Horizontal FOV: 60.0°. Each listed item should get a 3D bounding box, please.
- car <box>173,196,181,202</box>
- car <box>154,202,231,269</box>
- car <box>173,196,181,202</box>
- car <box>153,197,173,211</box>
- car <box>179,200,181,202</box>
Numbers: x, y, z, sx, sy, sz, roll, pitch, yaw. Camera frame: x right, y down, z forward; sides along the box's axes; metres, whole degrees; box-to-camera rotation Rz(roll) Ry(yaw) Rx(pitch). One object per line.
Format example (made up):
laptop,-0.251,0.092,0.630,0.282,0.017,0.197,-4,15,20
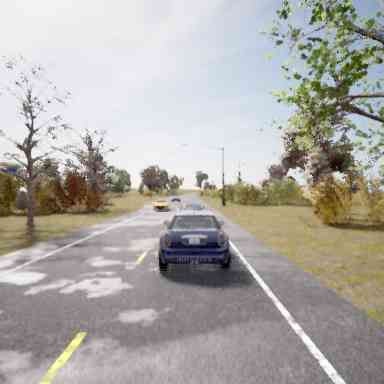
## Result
car,-3.790,1.632,82.794,1.812,1.442,4.674,0,0,0
car,0.072,1.394,11.425,2.097,1.767,4.553,0,0,0
car,-3.644,1.614,75.561,1.895,1.301,4.718,0,0,-2
car,-3.820,1.615,42.189,1.882,1.535,5.008,0,0,-2
car,0.025,1.601,26.995,1.837,1.490,4.892,0,0,0
